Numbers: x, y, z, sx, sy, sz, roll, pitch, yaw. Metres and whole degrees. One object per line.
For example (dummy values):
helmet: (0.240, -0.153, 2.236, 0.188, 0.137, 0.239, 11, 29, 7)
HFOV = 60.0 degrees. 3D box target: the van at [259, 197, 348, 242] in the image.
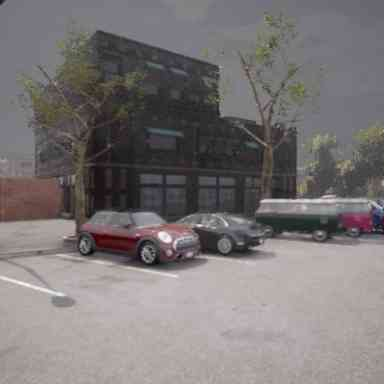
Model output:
van: (5.241, 1.364, 16.980, 4.442, 1.987, 1.878, -1, -1, 34)

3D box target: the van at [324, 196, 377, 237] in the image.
van: (7.648, 1.385, 18.700, 4.442, 1.987, 1.878, -1, -1, 34)

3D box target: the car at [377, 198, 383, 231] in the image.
car: (10.179, 1.379, 20.349, 5.566, 2.045, 2.435, -1, -1, 34)

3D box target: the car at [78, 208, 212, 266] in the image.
car: (-1.905, 1.400, 11.769, 4.553, 1.767, 2.185, -1, -1, 35)

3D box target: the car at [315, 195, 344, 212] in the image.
car: (19.112, 1.537, 46.041, 2.435, 2.045, 5.566, 0, 0, 36)

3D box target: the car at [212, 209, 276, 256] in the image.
car: (0.532, 1.547, 13.474, 4.892, 1.521, 2.231, -1, -1, 34)
